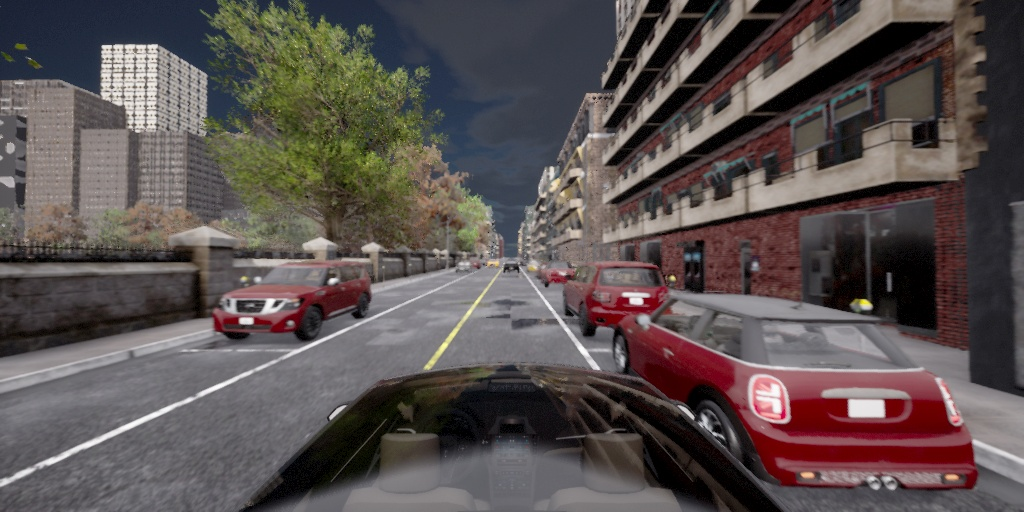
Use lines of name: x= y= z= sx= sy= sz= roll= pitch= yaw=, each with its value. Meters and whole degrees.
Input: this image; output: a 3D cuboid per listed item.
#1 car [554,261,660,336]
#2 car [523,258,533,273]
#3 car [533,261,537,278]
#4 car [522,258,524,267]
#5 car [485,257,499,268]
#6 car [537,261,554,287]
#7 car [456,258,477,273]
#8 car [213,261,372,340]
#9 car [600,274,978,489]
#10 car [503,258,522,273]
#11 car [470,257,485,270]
car: x=2.681 y=1.064 z=10.201 sx=2.192 sy=1.841 sz=5.009 roll=0 pitch=0 yaw=0
car: x=2.627 y=1.284 z=43.512 sx=1.751 sy=1.417 sz=4.829 roll=0 pitch=0 yaw=0
car: x=3.103 y=1.280 z=31.450 sx=1.812 sy=1.442 sz=4.674 roll=0 pitch=0 yaw=0
car: x=2.592 y=1.331 z=65.435 sx=1.948 sy=1.339 sz=4.313 roll=0 pitch=0 yaw=0
car: x=-3.127 y=1.248 z=60.321 sx=1.882 sy=1.535 sz=5.008 roll=0 pitch=0 yaw=0
car: x=3.078 y=1.105 z=24.419 sx=2.097 sy=1.767 sz=4.553 roll=0 pitch=0 yaw=0
car: x=-5.753 y=1.319 z=43.329 sx=2.007 sy=1.370 sz=4.403 roll=0 pitch=0 yaw=0
car: x=-5.700 y=1.074 z=10.188 sx=2.192 sy=1.841 sz=5.009 roll=0 pitch=0 yaw=0
car: x=2.690 y=1.188 z=4.678 sx=1.967 sy=1.591 sz=4.097 roll=0 pitch=0 yaw=0
car: x=-0.032 y=1.242 z=43.964 sx=1.882 sy=1.535 sz=5.008 roll=0 pitch=0 yaw=0
car: x=-5.770 y=1.086 z=54.376 sx=2.192 sy=1.841 sz=5.009 roll=0 pitch=0 yaw=0
